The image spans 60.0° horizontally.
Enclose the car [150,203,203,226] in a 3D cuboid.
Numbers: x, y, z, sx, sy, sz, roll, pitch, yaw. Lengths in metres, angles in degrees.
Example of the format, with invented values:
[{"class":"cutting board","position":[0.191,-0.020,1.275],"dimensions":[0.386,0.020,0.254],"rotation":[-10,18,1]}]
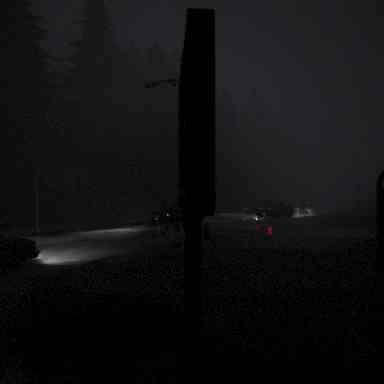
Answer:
[{"class":"car","position":[-0.960,1.527,24.128],"dimensions":[2.128,1.511,4.902],"rotation":[0,0,36]}]

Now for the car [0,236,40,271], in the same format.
[{"class":"car","position":[-6.930,1.572,8.709],"dimensions":[2.033,1.411,5.357],"rotation":[0,0,36]}]

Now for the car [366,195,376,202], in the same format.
[{"class":"car","position":[40.933,1.554,75.745],"dimensions":[2.128,1.511,4.902],"rotation":[0,0,36]}]

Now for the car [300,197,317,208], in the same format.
[{"class":"car","position":[16.998,1.455,49.107],"dimensions":[1.837,1.490,4.892],"rotation":[0,0,36]}]

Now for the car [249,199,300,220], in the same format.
[{"class":"car","position":[7.132,1.522,28.407],"dimensions":[2.128,1.511,4.902],"rotation":[0,0,36]}]

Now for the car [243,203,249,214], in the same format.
[{"class":"car","position":[7.193,1.539,35.537],"dimensions":[1.837,1.490,4.892],"rotation":[0,1,35]}]
